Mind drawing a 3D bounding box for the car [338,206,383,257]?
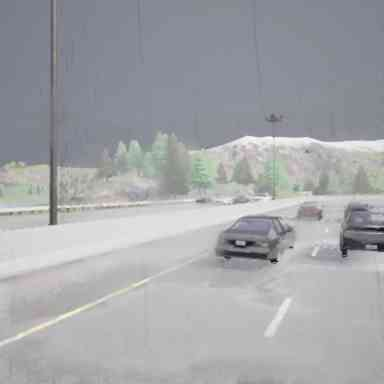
[{"bbox_3d":[6.644,1.497,12.528,2.128,1.511,4.902,0,0,26],"label":"car"}]

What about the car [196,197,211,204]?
[{"bbox_3d":[2.365,1.586,61.153,1.895,1.301,4.718,0,0,26],"label":"car"}]

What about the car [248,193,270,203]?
[{"bbox_3d":[11.848,1.221,56.678,2.150,2.045,5.566,0,0,26],"label":"car"}]

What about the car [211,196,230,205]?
[{"bbox_3d":[5.538,1.515,59.695,1.812,1.442,4.674,0,0,26],"label":"car"}]

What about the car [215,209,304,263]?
[{"bbox_3d":[2.525,1.547,12.054,2.033,1.411,5.357,0,0,26],"label":"car"}]

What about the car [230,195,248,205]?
[{"bbox_3d":[8.760,1.347,58.330,2.097,1.767,4.553,0,0,26],"label":"car"}]

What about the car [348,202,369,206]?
[{"bbox_3d":[13.043,1.516,26.111,1.837,1.490,4.892,0,0,26],"label":"car"}]

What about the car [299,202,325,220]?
[{"bbox_3d":[10.163,1.531,28.201,1.812,1.442,4.674,0,0,26],"label":"car"}]
